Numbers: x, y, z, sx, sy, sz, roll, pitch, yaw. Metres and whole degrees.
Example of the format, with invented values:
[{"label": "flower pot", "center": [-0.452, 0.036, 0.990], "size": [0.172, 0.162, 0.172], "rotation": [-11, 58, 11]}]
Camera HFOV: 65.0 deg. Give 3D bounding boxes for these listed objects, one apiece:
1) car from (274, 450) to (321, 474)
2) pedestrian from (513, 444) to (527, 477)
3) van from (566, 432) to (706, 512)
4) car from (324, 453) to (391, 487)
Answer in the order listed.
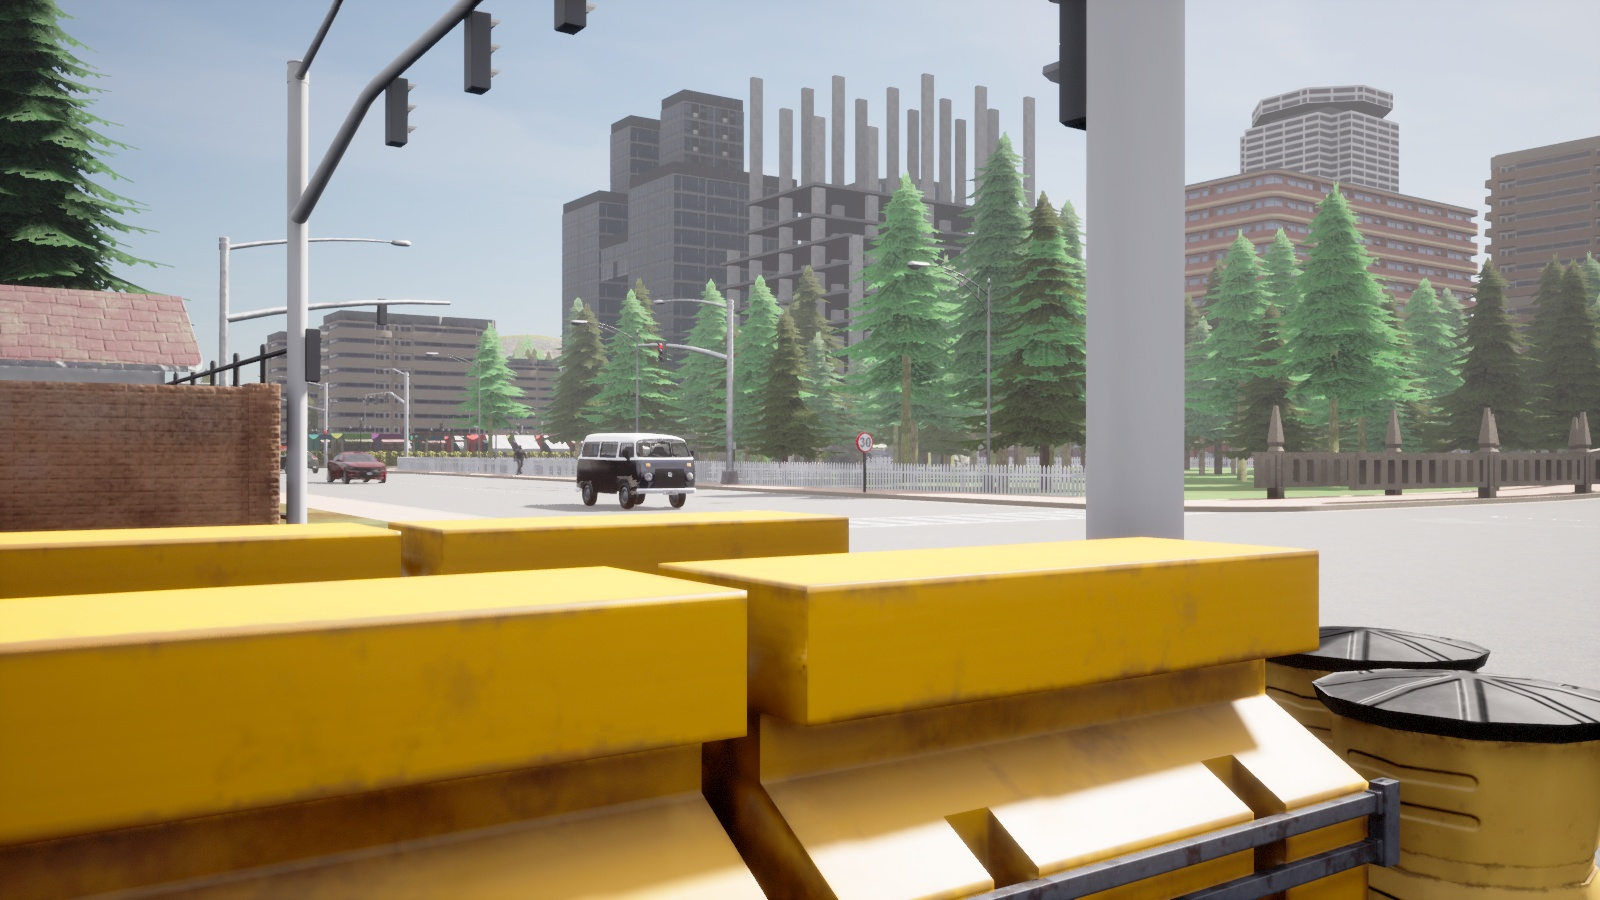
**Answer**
[{"label": "car", "center": [-35.247, 0.813, 88.001], "size": [2.152, 1.651, 5.027], "rotation": [0, 0, -33]}, {"label": "pedestrian", "center": [-16.160, 0.615, 72.462], "size": [0.563, 1.883, 0.849], "rotation": [0, 0, -33]}, {"label": "van", "center": [-4.568, 0.562, 34.452], "size": [2.069, 2.038, 4.480], "rotation": [0, 0, -33]}, {"label": "car", "center": [-21.183, 0.914, 59.977], "size": [1.882, 1.535, 5.008], "rotation": [0, 0, -33]}]
